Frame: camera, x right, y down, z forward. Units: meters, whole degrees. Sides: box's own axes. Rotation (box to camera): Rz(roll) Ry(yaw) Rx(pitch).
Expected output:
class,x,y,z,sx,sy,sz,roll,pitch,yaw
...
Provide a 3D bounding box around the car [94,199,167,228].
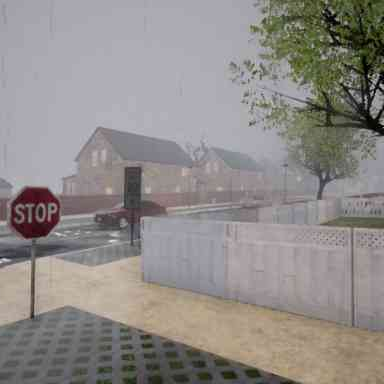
class,x,y,z,sx,sy,sz,roll,pitch,yaw
car,-3.604,1.192,20.176,1.882,1.535,5.008,2,2,35

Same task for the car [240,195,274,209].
class,x,y,z,sx,sy,sz,roll,pitch,yaw
car,6.850,1.042,34.909,1.895,1.301,4.718,2,2,35
